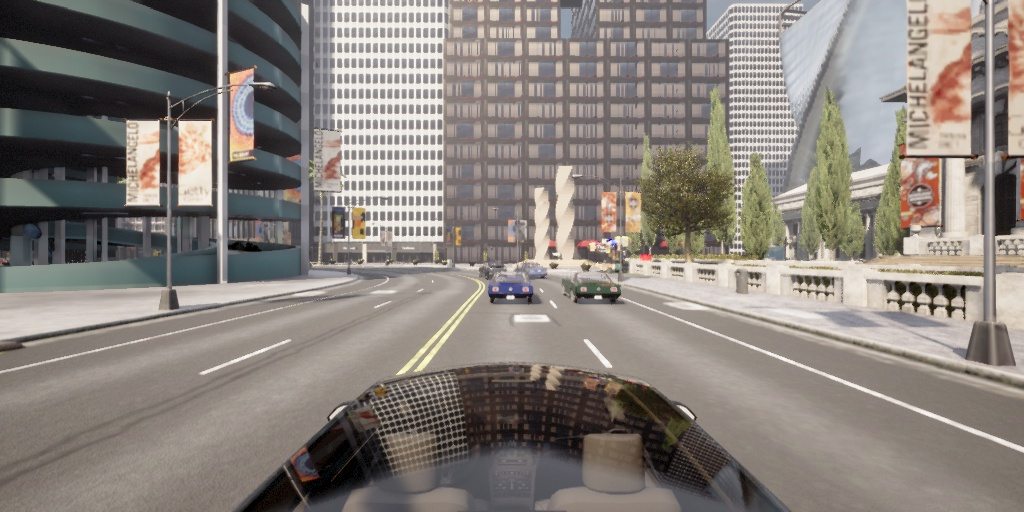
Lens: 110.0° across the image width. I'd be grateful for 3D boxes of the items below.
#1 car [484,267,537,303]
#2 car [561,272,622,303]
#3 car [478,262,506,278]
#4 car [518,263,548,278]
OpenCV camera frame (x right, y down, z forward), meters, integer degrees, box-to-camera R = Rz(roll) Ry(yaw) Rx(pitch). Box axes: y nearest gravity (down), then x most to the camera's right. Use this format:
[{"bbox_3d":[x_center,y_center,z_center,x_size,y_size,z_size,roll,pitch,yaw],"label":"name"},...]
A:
[{"bbox_3d":[-0.053,1.363,16.531,1.895,1.301,4.718,0,0,0],"label":"car"},{"bbox_3d":[3.447,1.363,16.534,1.895,1.301,4.718,0,0,0],"label":"car"},{"bbox_3d":[-1.770,1.243,31.841,2.128,1.511,4.902,0,0,-17],"label":"car"},{"bbox_3d":[1.583,1.311,32.845,2.033,1.411,5.357,0,0,-17],"label":"car"}]
